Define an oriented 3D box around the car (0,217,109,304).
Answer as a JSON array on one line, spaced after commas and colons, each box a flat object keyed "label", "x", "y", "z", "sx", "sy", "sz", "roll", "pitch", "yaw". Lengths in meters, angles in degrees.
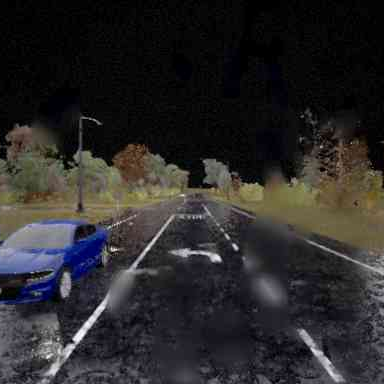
[{"label": "car", "x": -3.500, "y": 1.472, "z": 8.395, "sx": 1.882, "sy": 1.535, "sz": 5.008, "roll": 0, "pitch": 0, "yaw": 0}]
